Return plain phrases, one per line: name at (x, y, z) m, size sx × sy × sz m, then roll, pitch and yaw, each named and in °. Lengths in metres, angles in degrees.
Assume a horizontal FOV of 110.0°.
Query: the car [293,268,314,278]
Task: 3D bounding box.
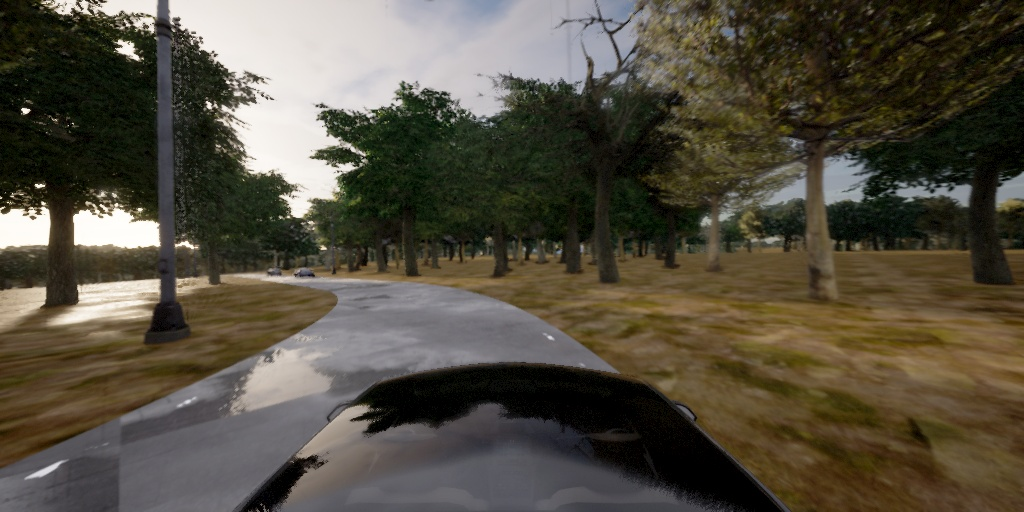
car at (-30.375, 2.428, 52.266) m, size 1.994 × 1.385 × 4.181 m, roll -2°, pitch -1°, yaw -42°
